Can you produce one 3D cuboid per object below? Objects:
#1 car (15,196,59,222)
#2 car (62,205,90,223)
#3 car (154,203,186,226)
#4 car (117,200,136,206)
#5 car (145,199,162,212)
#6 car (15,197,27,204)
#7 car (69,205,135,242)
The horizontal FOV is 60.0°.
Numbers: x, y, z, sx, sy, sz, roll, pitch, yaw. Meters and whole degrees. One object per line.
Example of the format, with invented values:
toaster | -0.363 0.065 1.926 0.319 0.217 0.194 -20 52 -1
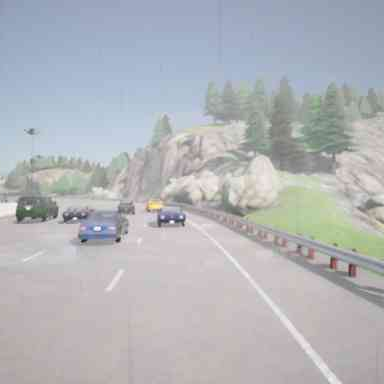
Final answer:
car | -12.703 1.354 27.606 2.150 2.045 5.566 0 0 -9
car | -9.095 1.724 27.153 1.895 1.301 4.718 0 0 -8
car | -1.596 1.696 24.069 1.895 1.301 4.718 0 0 -7
car | -7.315 1.648 37.055 2.128 1.511 4.902 0 0 -11
car | -4.781 1.647 41.884 1.882 1.535 5.008 0 0 -12
car | -37.250 1.875 72.396 2.033 1.411 5.357 0 0 -24
car | -4.282 1.621 16.729 2.033 1.411 5.357 0 0 -5
